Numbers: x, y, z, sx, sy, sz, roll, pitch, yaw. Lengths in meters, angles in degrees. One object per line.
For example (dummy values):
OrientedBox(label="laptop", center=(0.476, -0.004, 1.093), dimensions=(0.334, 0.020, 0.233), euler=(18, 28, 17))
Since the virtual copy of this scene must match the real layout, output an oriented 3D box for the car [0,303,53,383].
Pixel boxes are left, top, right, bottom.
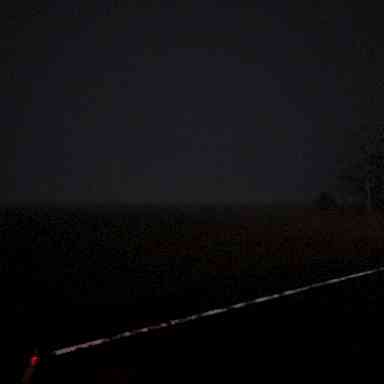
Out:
OrientedBox(label="car", center=(-3.319, 1.479, 1.621), dimensions=(4.902, 1.511, 2.128), euler=(1, 0, -35))
